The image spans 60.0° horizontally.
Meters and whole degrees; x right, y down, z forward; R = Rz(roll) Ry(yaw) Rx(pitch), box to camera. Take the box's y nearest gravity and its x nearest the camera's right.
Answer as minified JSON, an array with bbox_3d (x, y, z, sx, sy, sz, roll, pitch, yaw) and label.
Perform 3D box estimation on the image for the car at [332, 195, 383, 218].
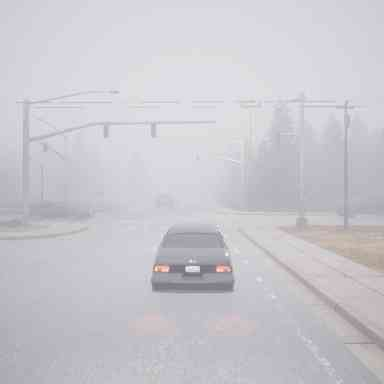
[{"bbox_3d":[15.547,1.248,29.646,5.566,2.045,2.150,0,0,1],"label":"car"}]

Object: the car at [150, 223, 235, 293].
[{"bbox_3d":[0.034,1.545,9.000,2.033,1.411,5.357,0,0,1],"label":"car"}]

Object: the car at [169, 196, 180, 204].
[{"bbox_3d":[-3.519,1.526,66.949,1.812,1.442,4.674,0,0,1],"label":"car"}]

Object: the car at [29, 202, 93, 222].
[{"bbox_3d":[-10.217,1.517,26.066,4.902,1.511,2.128,0,0,7],"label":"car"}]

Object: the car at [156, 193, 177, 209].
[{"bbox_3d":[-3.677,1.221,45.653,2.150,2.045,5.566,0,0,0],"label":"car"}]

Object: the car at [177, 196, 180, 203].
[{"bbox_3d":[-3.665,1.352,55.663,2.097,1.767,4.553,0,0,0],"label":"car"}]
